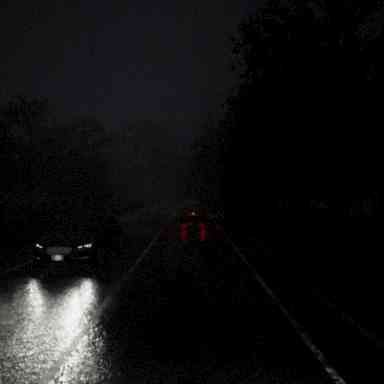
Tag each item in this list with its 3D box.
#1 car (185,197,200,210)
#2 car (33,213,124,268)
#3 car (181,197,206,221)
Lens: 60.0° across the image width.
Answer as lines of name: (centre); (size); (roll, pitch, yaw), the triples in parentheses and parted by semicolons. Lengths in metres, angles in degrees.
car: (0.100, 1.458, 43.223); (1.837, 1.490, 4.892); (0, 0, 0)
car: (-3.600, 1.499, 11.360); (2.128, 1.511, 4.902); (0, 0, 0)
car: (0.101, 1.481, 27.574); (1.882, 1.535, 5.008); (0, 0, 0)
